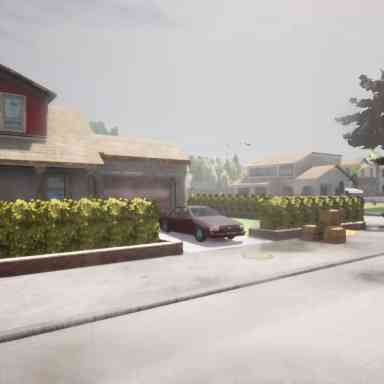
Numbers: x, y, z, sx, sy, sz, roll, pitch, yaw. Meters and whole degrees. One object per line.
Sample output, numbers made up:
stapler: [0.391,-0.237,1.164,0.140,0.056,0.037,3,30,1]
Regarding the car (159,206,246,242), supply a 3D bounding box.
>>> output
car: [0.116,1.356,15.491,2.033,1.415,5.357,0,0,-33]
